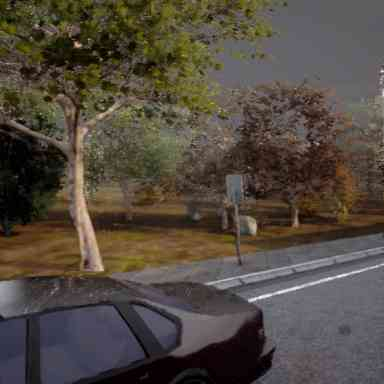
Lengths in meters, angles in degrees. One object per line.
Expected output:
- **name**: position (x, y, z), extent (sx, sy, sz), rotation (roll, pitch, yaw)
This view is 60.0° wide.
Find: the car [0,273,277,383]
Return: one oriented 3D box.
- **car**: position (-1.629, 1.547, 2.829), extent (5.357, 1.411, 2.033), rotation (0, 0, -35)
